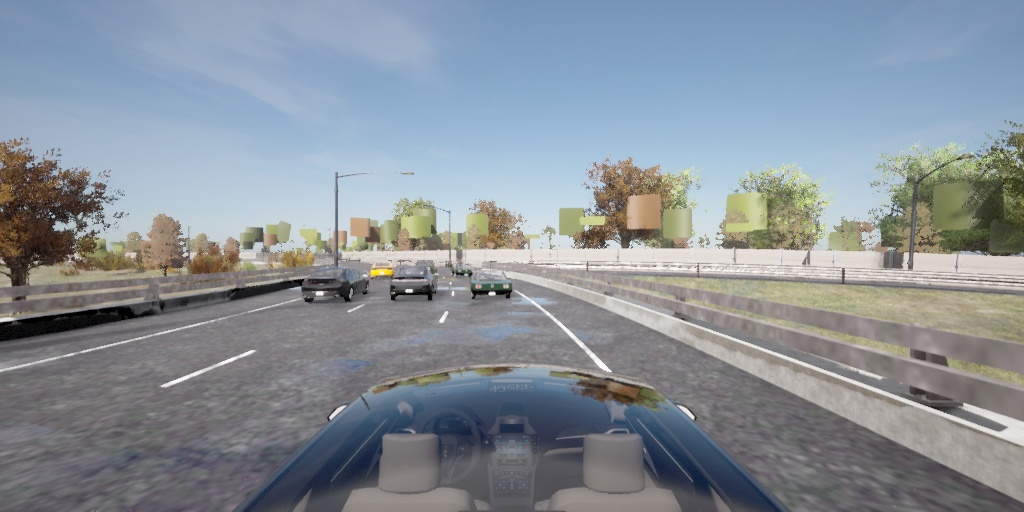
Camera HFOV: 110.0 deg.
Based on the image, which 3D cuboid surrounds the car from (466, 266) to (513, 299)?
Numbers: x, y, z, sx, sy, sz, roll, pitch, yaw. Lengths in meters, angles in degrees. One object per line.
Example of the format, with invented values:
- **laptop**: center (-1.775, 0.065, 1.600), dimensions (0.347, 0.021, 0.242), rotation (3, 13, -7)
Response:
- **car**: center (-1.184, 1.364, 17.898), dimensions (1.895, 1.301, 4.718), rotation (0, 0, -8)

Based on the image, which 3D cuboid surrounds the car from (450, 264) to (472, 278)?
- **car**: center (-4.653, 1.365, 33.755), dimensions (1.895, 1.301, 4.718), rotation (0, 0, -16)

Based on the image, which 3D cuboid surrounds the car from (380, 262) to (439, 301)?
- **car**: center (-4.644, 1.243, 17.366), dimensions (2.128, 1.511, 4.902), rotation (0, 0, -8)

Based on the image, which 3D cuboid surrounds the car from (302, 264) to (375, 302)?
- **car**: center (-8.107, 1.264, 16.865), dimensions (1.837, 1.490, 4.892), rotation (0, 0, -8)

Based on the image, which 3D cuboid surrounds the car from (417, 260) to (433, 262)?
- **car**: center (-7.993, 1.114, 32.709), dimensions (2.097, 1.767, 4.553), rotation (0, 0, -16)

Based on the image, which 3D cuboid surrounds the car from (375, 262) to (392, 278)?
- **car**: center (-11.359, 1.233, 31.750), dimensions (1.882, 1.535, 5.008), rotation (0, 0, -16)
